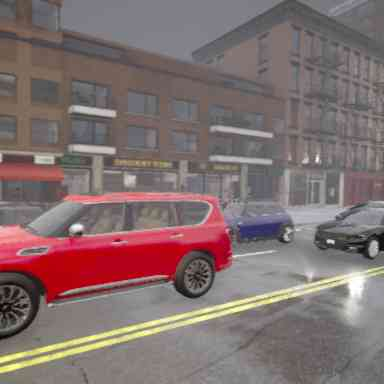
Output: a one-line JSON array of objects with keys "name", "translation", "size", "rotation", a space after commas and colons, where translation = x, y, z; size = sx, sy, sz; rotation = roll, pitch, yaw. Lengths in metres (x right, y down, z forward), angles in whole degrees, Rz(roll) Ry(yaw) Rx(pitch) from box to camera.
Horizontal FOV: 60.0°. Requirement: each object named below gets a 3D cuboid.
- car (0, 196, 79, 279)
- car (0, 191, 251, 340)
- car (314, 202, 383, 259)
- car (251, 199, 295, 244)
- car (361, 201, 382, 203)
[{"name": "car", "translation": [-5.312, 1.026, 7.938], "size": [4.553, 1.767, 2.097], "rotation": [0, 2, -34]}, {"name": "car", "translation": [-1.714, 1.017, 6.457], "size": [5.566, 2.045, 2.150], "rotation": [1, 2, -34]}, {"name": "car", "translation": [6.538, 1.335, 12.100], "size": [5.008, 1.535, 1.882], "rotation": [0, 2, -34]}, {"name": "car", "translation": [1.842, 1.082, 12.823], "size": [4.553, 1.767, 2.097], "rotation": [0, 2, -34]}, {"name": "car", "translation": [10.069, 1.293, 18.444], "size": [4.892, 1.490, 1.837], "rotation": [0, 2, -34]}]
